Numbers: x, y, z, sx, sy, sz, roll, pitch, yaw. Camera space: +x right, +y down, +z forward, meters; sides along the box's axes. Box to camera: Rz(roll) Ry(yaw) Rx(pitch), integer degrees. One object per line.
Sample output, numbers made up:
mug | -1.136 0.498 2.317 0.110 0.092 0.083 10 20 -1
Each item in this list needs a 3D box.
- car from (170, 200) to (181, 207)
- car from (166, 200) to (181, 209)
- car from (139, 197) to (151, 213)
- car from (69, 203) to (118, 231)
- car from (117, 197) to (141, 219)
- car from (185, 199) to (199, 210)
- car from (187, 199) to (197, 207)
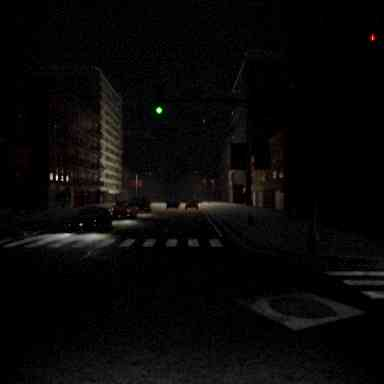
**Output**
car | -3.192 2.192 64.365 1.895 1.301 4.718 0 -1 0
car | -3.174 1.977 54.213 1.882 1.535 5.008 0 -1 0
car | -6.611 1.620 43.397 2.150 2.045 5.566 0 0 0
car | -6.610 1.713 22.227 1.837 1.490 4.892 0 -1 0
car | -6.617 1.653 32.321 2.097 1.767 4.553 0 -1 -1
car | -0.022 1.838 52.772 2.097 1.767 4.553 0 -1 0
car | -0.026 2.054 62.803 1.882 1.535 5.008 0 -1 0
